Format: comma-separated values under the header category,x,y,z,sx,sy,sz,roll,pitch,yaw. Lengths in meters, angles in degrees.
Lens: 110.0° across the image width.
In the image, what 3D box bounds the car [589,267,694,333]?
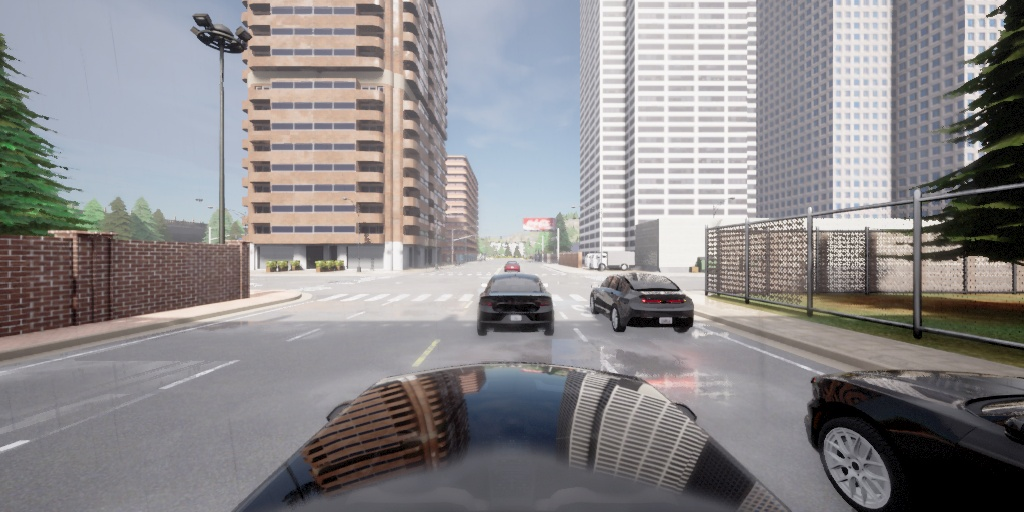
category,x,y,z,sx,sy,sz,roll,pitch,yaw
car,3.622,1.255,10.775,1.837,1.490,4.892,0,0,1

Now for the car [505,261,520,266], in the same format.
category,x,y,z,sx,sy,sz,roll,pitch,yaw
car,0.028,1.314,45.453,1.994,1.385,4.181,0,0,-1

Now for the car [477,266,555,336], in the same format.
category,x,y,z,sx,sy,sz,roll,pitch,yaw
car,0.087,1.228,10.452,1.882,1.535,5.008,0,0,0

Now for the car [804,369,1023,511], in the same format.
category,x,y,z,sx,sy,sz,roll,pitch,yaw
car,3.602,1.228,1.200,1.882,1.535,5.008,0,0,0
